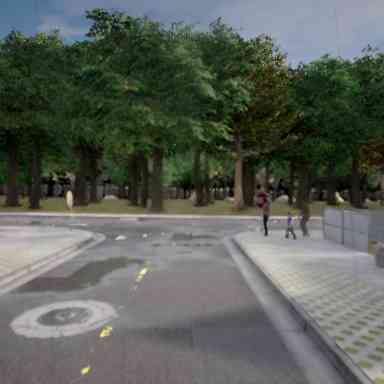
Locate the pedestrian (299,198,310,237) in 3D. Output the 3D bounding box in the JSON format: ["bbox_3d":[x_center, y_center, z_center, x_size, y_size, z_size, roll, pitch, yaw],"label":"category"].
[{"bbox_3d":[5.246,1.166,15.399,0.375,1.860,0.375,-1,1,0],"label":"pedestrian"}]

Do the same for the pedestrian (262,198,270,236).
[{"bbox_3d":[3.509,1.178,15.999,0.375,1.860,0.375,-1,1,0],"label":"pedestrian"}]

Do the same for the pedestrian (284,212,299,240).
[{"bbox_3d":[4.411,1.444,14.805,0.375,1.300,0.375,-1,1,0],"label":"pedestrian"}]
